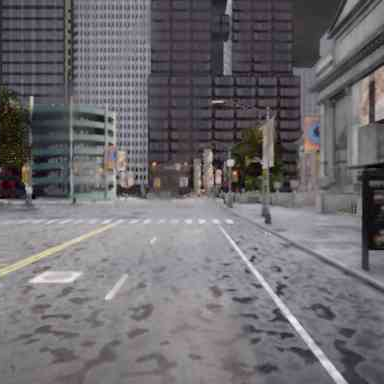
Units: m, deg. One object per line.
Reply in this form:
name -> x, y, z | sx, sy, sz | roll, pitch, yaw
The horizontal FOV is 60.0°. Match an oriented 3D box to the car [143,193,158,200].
car -> -10.534, 1.042, 85.041 | 2.097, 1.767, 4.553 | 0, 0, 0

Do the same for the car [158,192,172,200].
car -> -7.080, 0.906, 86.612 | 2.150, 2.045, 5.566 | 0, 0, 0
